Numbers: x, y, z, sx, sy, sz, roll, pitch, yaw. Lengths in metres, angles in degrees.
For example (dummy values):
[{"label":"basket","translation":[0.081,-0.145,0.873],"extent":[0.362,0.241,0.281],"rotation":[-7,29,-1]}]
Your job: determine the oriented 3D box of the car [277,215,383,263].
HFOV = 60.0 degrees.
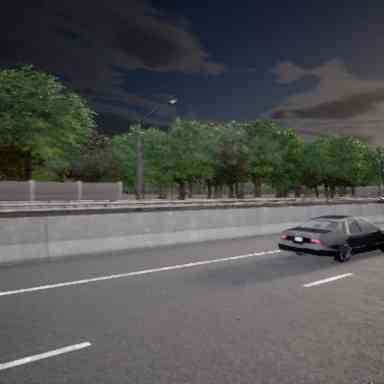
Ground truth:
[{"label":"car","translation":[5.433,1.551,12.051],"extent":[5.357,1.411,2.033],"rotation":[0,0,-36]}]
